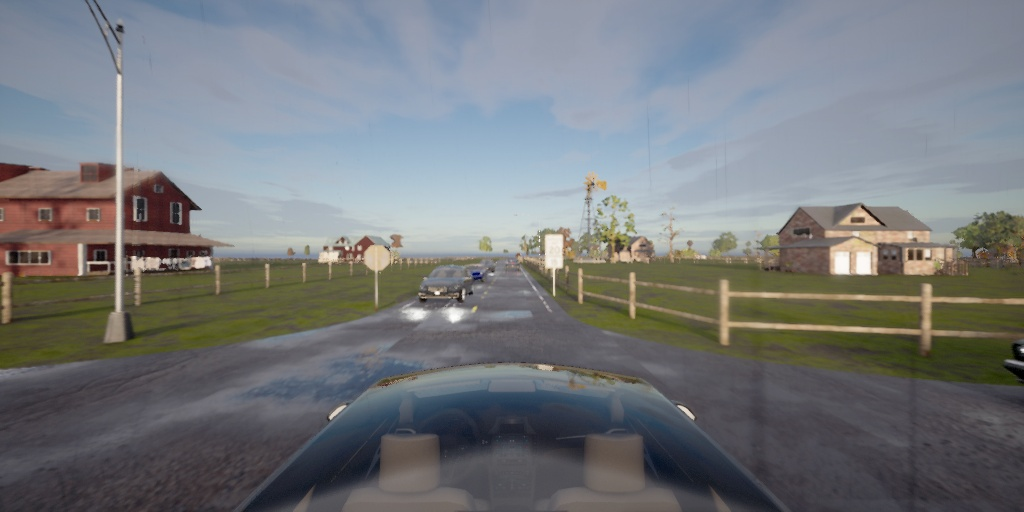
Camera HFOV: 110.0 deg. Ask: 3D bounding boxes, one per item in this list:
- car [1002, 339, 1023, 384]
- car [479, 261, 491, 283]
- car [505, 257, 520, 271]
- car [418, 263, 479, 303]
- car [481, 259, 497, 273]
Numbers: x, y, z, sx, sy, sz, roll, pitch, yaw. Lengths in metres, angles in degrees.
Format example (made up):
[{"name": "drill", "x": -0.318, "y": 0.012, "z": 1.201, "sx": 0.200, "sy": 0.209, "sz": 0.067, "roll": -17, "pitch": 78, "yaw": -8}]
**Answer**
[{"name": "car", "x": 9.035, "y": 1.375, "z": 3.984, "sx": 4.718, "sy": 1.301, "sz": 1.895, "roll": 0, "pitch": 0, "yaw": 4}, {"name": "car", "x": -2.865, "y": 1.278, "z": 27.203, "sx": 1.895, "sy": 1.301, "sz": 4.718, "roll": 0, "pitch": 0, "yaw": 0}, {"name": "car", "x": 0.067, "y": 1.103, "z": 47.068, "sx": 2.128, "sy": 1.511, "sz": 4.902, "roll": 0, "pitch": 0, "yaw": 0}, {"name": "car", "x": -2.889, "y": 1.213, "z": 16.595, "sx": 1.837, "sy": 1.490, "sz": 4.892, "roll": 0, "pitch": 0, "yaw": 2}, {"name": "car", "x": -2.855, "y": 1.138, "z": 41.152, "sx": 1.837, "sy": 1.490, "sz": 4.892, "roll": 0, "pitch": 0, "yaw": 0}]
